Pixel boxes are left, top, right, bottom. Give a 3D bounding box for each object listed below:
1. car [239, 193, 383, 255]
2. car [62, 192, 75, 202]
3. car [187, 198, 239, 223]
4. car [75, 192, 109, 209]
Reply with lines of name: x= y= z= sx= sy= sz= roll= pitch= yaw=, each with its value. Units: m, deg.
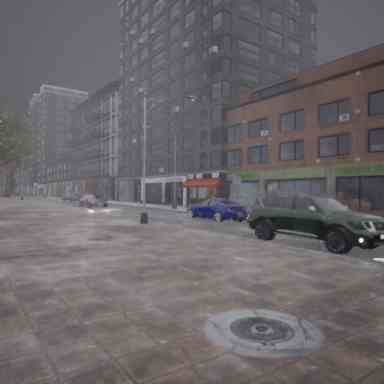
car: x=4.727 y=1.074 z=13.257 sx=2.150 sy=2.045 sz=5.566 roll=1 pitch=1 yaw=-35
car: x=-18.549 y=0.767 z=51.243 sx=2.128 sy=1.511 sz=4.902 roll=1 pitch=0 yaw=-35
car: x=1.572 y=1.182 z=22.817 sx=1.882 sy=1.535 sz=5.008 roll=1 pitch=1 yaw=-35
car: x=-10.282 y=0.947 z=34.485 sx=1.812 sy=1.442 sz=4.674 roll=1 pitch=0 yaw=-35
